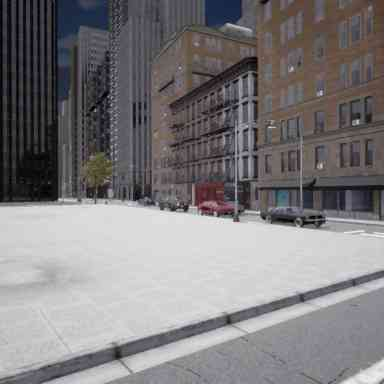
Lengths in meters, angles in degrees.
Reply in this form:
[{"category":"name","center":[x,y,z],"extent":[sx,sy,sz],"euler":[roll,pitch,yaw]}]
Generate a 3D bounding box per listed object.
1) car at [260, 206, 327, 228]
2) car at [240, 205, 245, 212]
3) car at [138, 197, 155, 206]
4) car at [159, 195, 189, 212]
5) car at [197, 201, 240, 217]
[{"category":"car","center":[6.920,1.675,23.068],"extent":[1.895,1.301,4.718],"euler":[0,0,-26]},{"category":"car","center":[3.545,1.681,36.000],"extent":[2.033,1.411,5.357],"euler":[0,0,-26]},{"category":"car","center":[-8.283,1.648,60.047],"extent":[2.097,1.767,4.553],"euler":[0,0,-26]},{"category":"car","center":[-2.392,1.410,41.993],"extent":[2.150,2.045,5.566],"euler":[0,0,-27]},{"category":"car","center":[2.288,1.607,32.466],"extent":[1.882,1.535,5.008],"euler":[0,0,-26]}]
